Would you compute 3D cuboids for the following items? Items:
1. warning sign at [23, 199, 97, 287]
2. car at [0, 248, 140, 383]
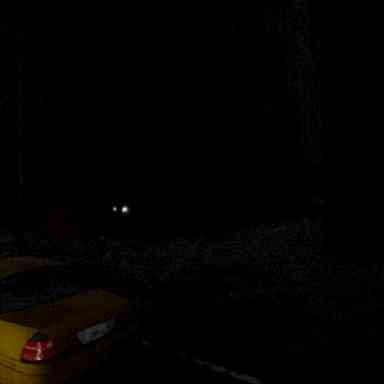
[{"bbox_3d":[-3.167,1.129,8.049,1.060,1.860,1.300,0,0,35],"label":"warning sign"},{"bbox_3d":[-2.946,1.535,5.068,4.829,1.417,1.752,0,0,35],"label":"car"}]
